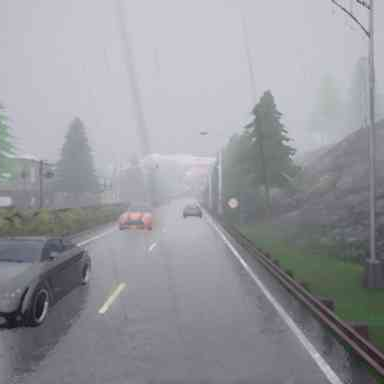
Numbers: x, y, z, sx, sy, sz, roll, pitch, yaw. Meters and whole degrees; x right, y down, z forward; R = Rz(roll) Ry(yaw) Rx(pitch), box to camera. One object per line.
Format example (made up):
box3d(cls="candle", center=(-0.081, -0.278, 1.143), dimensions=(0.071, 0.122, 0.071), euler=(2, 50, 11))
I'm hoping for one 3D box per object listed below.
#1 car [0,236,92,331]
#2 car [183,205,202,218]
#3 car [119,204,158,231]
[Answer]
box3d(cls="car", center=(-3.606, 1.656, 7.040), dimensions=(1.994, 1.385, 4.181), euler=(0, -1, 0))
box3d(cls="car", center=(0.062, 2.023, 35.468), dimensions=(1.994, 1.385, 4.181), euler=(0, -1, 0))
box3d(cls="car", center=(-3.608, 1.649, 22.919), dimensions=(2.097, 1.767, 4.553), euler=(0, -1, 0))
